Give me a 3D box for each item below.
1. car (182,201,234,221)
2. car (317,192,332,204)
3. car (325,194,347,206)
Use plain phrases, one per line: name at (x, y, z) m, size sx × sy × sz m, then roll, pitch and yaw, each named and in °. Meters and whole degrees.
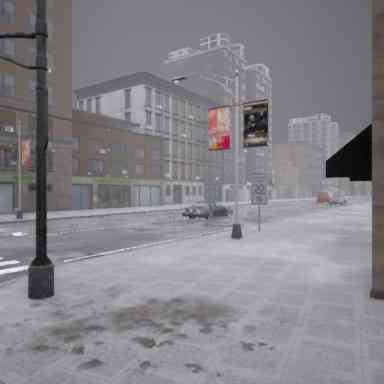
car at (1.364, 1.452, 26.730) m, size 2.033 × 1.411 × 5.357 m, roll 0°, pitch 0°, yaw 35°
car at (23.745, 1.042, 58.780) m, size 2.150 × 2.045 × 5.566 m, roll 0°, pitch -1°, yaw 35°
car at (22.646, 1.376, 51.516) m, size 2.033 × 1.411 × 5.357 m, roll 0°, pitch 0°, yaw 34°
